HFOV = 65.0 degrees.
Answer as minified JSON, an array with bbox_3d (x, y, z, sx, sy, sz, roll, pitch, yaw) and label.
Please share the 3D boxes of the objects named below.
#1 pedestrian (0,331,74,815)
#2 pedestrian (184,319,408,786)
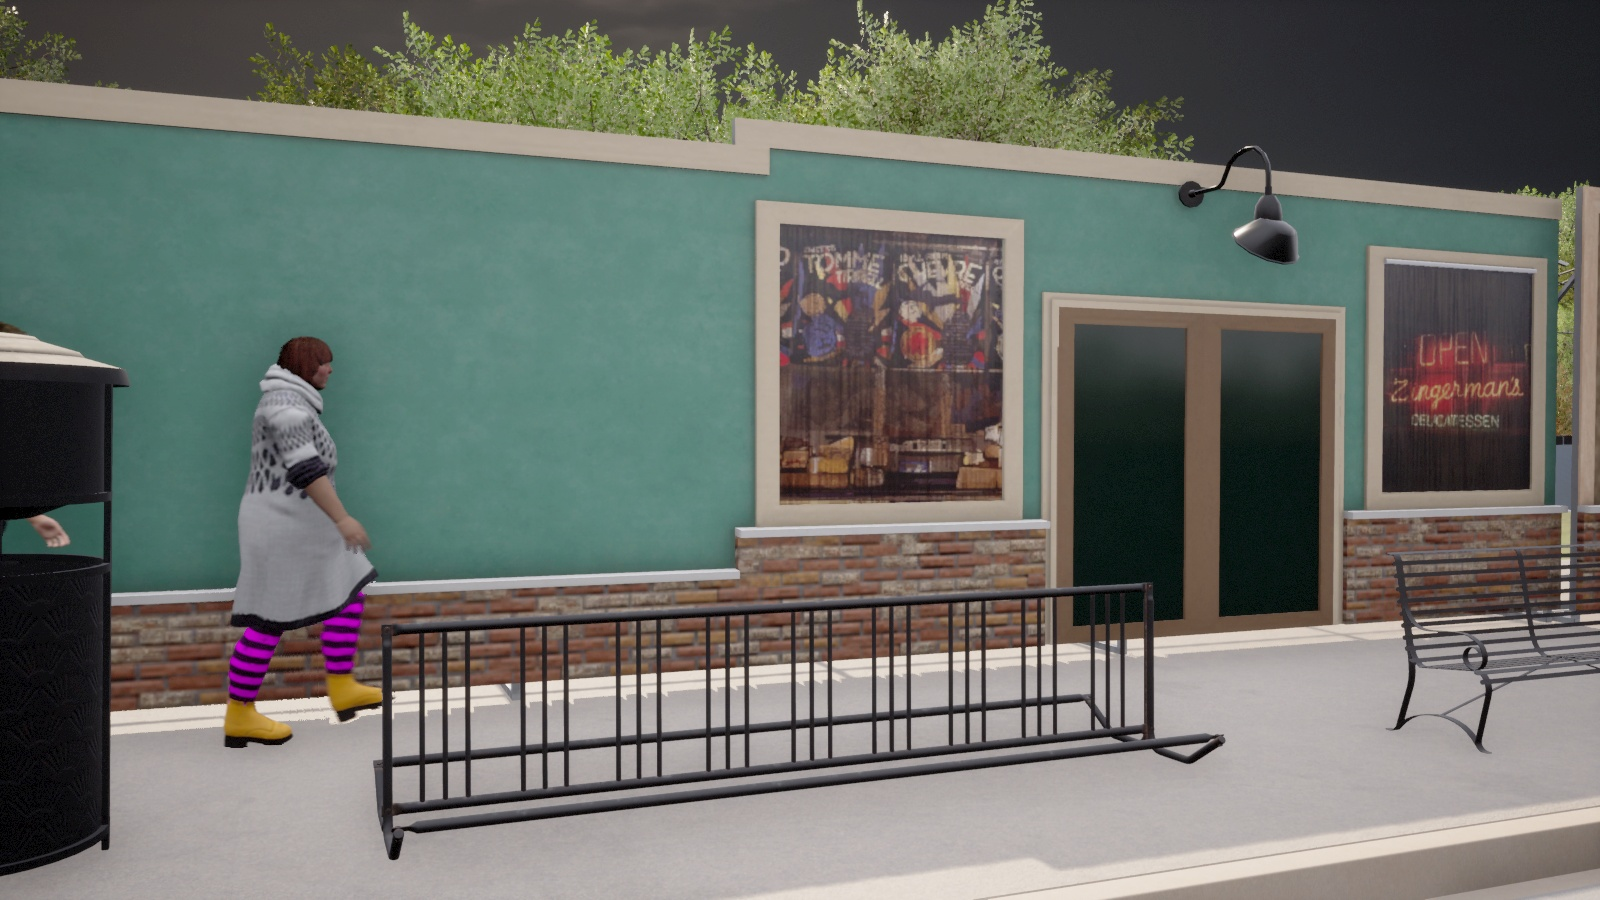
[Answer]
[{"bbox_3d":[-3.178,0.466,4.872,0.594,1.836,0.345,-1,1,-29],"label":"pedestrian"},{"bbox_3d":[-2.263,0.424,5.701,0.873,1.952,0.659,-1,1,-20],"label":"pedestrian"}]
